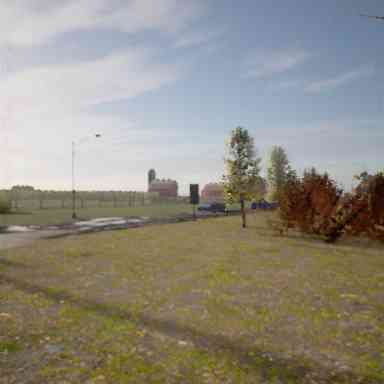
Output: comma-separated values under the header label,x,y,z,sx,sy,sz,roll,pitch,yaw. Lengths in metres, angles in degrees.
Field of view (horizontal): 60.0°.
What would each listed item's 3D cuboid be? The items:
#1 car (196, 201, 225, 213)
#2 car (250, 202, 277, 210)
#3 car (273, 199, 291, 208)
label,x,y,z,sx,sy,sz,roll,pitch,yaw
car,2.630,1.956,44.284,2.033,1.411,5.357,-1,-1,32
car,10.759,1.647,50.654,2.150,2.045,5.566,-1,-1,32
car,16.186,2.055,59.679,1.812,1.442,4.674,-1,-1,31
